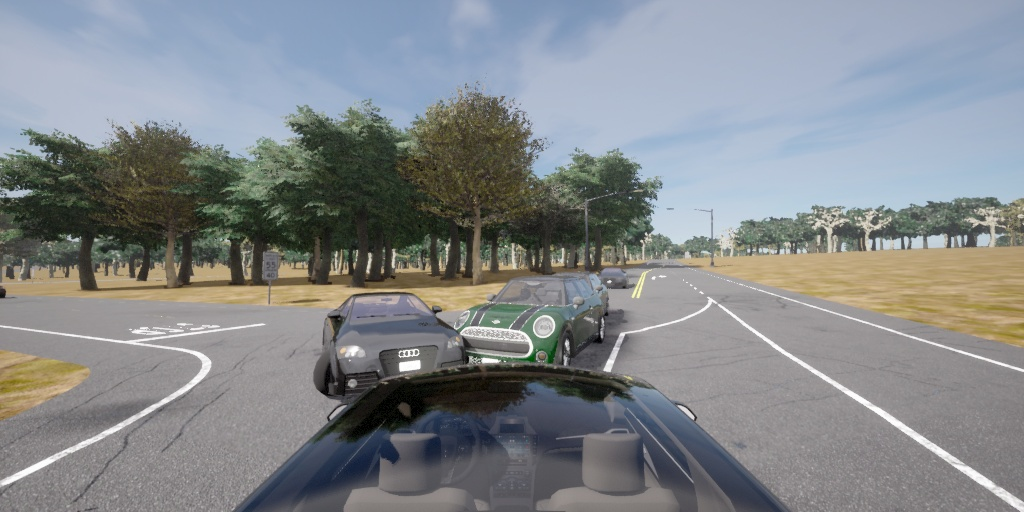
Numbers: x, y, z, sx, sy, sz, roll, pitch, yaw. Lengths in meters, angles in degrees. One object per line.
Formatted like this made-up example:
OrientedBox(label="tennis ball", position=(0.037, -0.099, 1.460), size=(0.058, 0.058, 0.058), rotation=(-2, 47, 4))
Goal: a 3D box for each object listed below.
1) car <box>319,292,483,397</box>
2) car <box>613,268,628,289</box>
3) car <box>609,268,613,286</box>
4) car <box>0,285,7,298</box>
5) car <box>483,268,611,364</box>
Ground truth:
OrientedBox(label="car", position=(-2.356, 1.376, 6.640), size=(1.994, 1.385, 4.181), rotation=(1, -2, -29))
OrientedBox(label="car", position=(7.040, 1.502, 25.122), size=(1.994, 1.385, 4.181), rotation=(-1, 0, 22))
OrientedBox(label="car", position=(2.022, 1.344, 12.158), size=(2.097, 1.767, 4.553), rotation=(-1, -1, 21))
OrientedBox(label="car", position=(-40.862, 2.562, 27.403), size=(4.181, 1.385, 1.994), rotation=(-2, -3, 22))
OrientedBox(label="car", position=(0.615, 1.218, 7.845), size=(2.097, 1.767, 4.553), rotation=(-1, -2, 26))
